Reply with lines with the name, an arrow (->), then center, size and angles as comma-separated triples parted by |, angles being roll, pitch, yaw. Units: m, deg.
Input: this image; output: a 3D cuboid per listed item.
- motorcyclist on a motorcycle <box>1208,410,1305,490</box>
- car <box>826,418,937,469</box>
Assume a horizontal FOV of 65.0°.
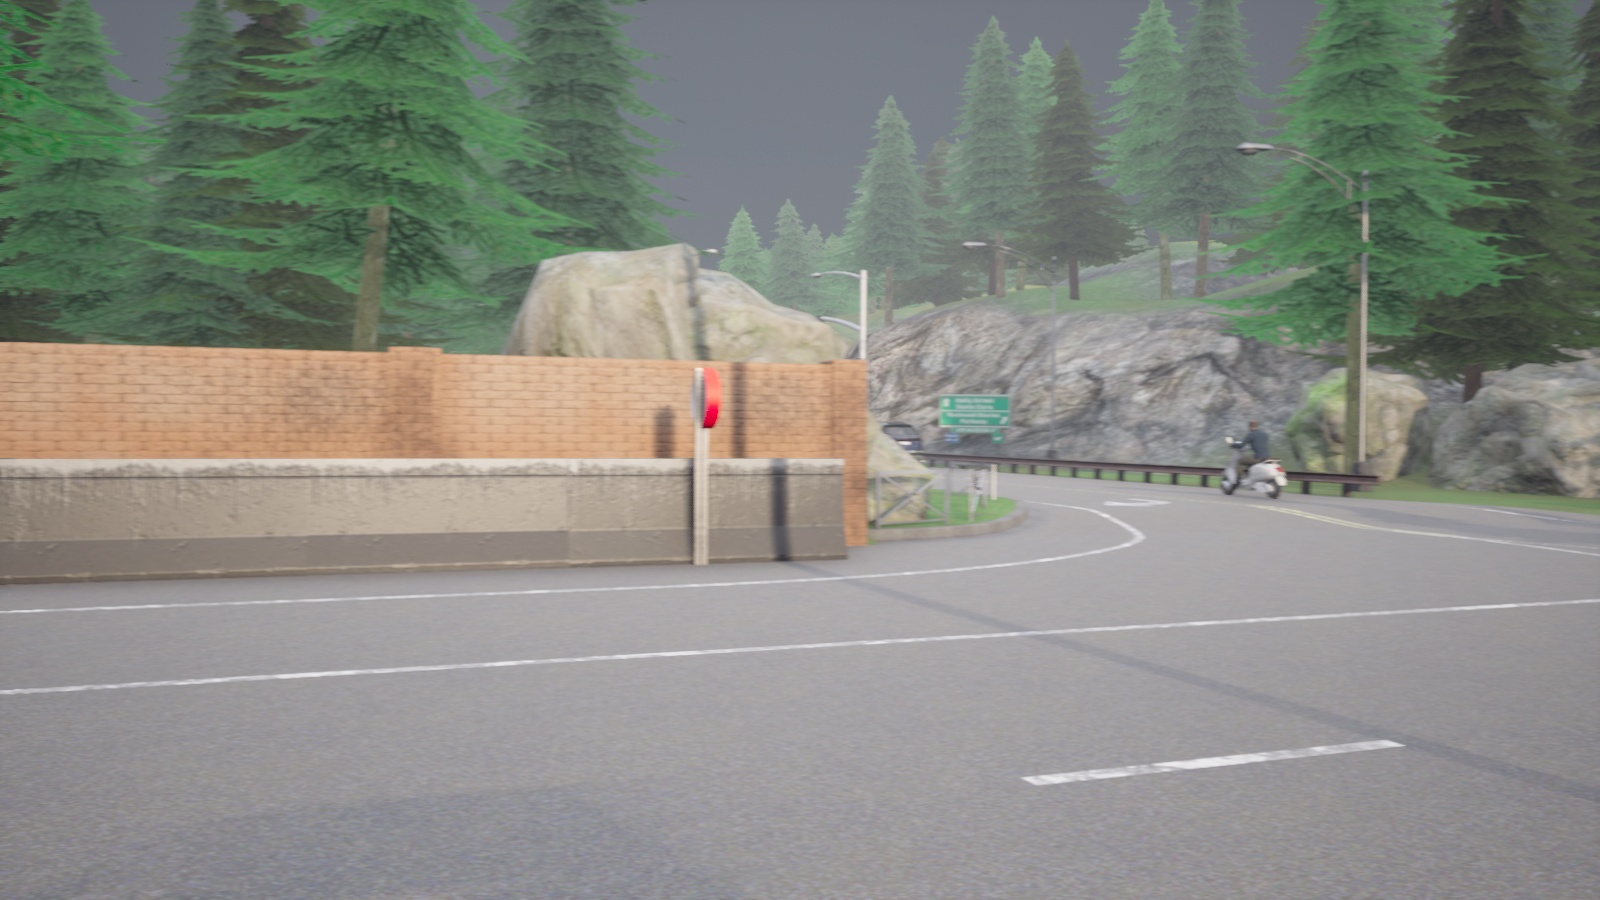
motorcyclist on a motorcycle -> 9.340, -0.013, 25.753 | 0.866, 1.590, 1.817 | -1, 1, -22
car -> 2.738, -0.254, 43.511 | 2.033, 1.649, 4.856 | -1, 1, -20
